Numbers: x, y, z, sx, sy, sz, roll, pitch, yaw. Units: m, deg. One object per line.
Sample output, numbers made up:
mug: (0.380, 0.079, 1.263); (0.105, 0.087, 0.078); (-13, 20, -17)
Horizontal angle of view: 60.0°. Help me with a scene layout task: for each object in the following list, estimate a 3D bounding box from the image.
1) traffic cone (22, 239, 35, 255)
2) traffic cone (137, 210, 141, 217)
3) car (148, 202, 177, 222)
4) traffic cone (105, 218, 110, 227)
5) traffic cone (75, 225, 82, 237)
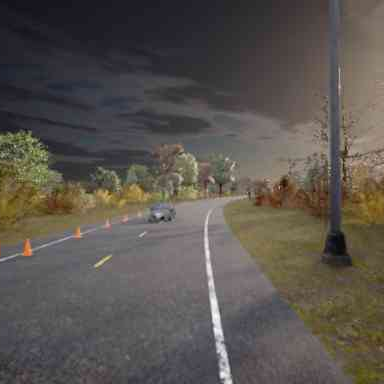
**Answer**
traffic cone: (-6.083, 2.024, 12.325); (0.340, 0.580, 0.340); (0, 0, 2)
traffic cone: (-5.136, 2.094, 32.428); (0.340, 0.580, 0.340); (0, 0, 4)
car: (-2.371, 1.605, 27.467); (2.128, 1.511, 4.902); (0, 0, 3)
traffic cone: (-5.710, 2.061, 22.381); (0.340, 0.580, 0.340); (0, 0, 3)
traffic cone: (-5.922, 2.043, 17.354); (0.340, 0.580, 0.340); (0, 0, 2)
